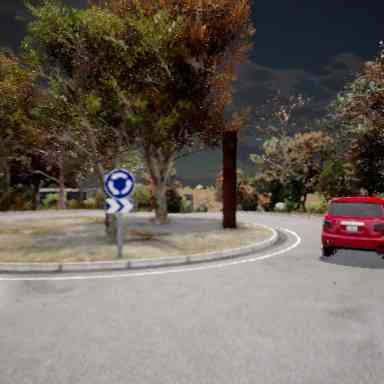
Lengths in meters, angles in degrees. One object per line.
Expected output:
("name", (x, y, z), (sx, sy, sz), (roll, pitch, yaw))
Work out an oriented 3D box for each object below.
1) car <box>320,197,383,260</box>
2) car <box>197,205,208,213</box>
("car", (6.467, 1.210, 12.374), (2.150, 2.045, 5.566), (1, 1, 36))
("car", (2.390, 4.081, 73.766), (2.150, 2.045, 5.566), (0, -5, 6))
